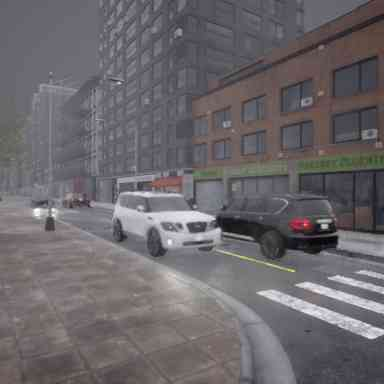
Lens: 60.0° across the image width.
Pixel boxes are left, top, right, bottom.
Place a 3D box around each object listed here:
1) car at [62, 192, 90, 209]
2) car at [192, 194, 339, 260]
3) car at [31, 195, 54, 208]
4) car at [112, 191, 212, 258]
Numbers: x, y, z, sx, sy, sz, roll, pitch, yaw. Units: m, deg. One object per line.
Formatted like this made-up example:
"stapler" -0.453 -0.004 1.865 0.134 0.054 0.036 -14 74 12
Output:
"car" -12.512 0.808 35.762 2.097 1.767 4.553 0 0 -32
"car" 2.502 1.069 12.111 2.150 2.045 5.566 0 1 -32
"car" -16.363 1.017 36.397 1.895 1.301 4.718 0 0 -32
"car" -1.247 1.015 12.494 2.150 2.045 5.566 0 1 -32
